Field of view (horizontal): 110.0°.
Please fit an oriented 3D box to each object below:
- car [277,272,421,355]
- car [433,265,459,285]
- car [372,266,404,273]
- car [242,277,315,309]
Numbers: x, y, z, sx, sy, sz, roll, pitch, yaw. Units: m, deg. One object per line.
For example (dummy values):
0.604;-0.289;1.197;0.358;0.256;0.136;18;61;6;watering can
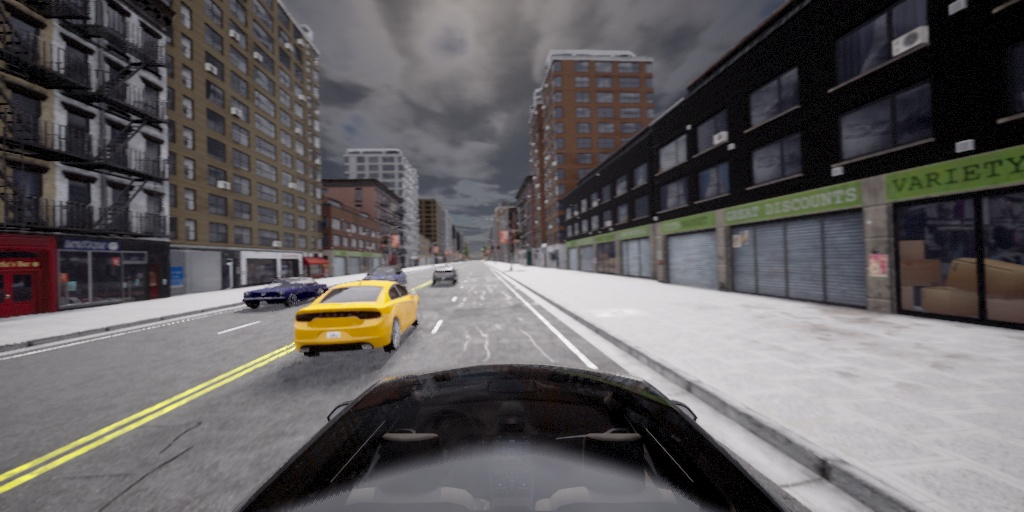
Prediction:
-3.641;1.374;9.332;1.882;1.535;5.008;-2;0;-5;car
-5.503;1.544;30.081;2.128;1.511;4.902;-2;0;-5;car
-8.420;1.464;23.970;2.097;1.767;4.553;-2;0;-5;car
-11.139;1.767;17.979;1.895;1.301;4.718;-2;0;-5;car
